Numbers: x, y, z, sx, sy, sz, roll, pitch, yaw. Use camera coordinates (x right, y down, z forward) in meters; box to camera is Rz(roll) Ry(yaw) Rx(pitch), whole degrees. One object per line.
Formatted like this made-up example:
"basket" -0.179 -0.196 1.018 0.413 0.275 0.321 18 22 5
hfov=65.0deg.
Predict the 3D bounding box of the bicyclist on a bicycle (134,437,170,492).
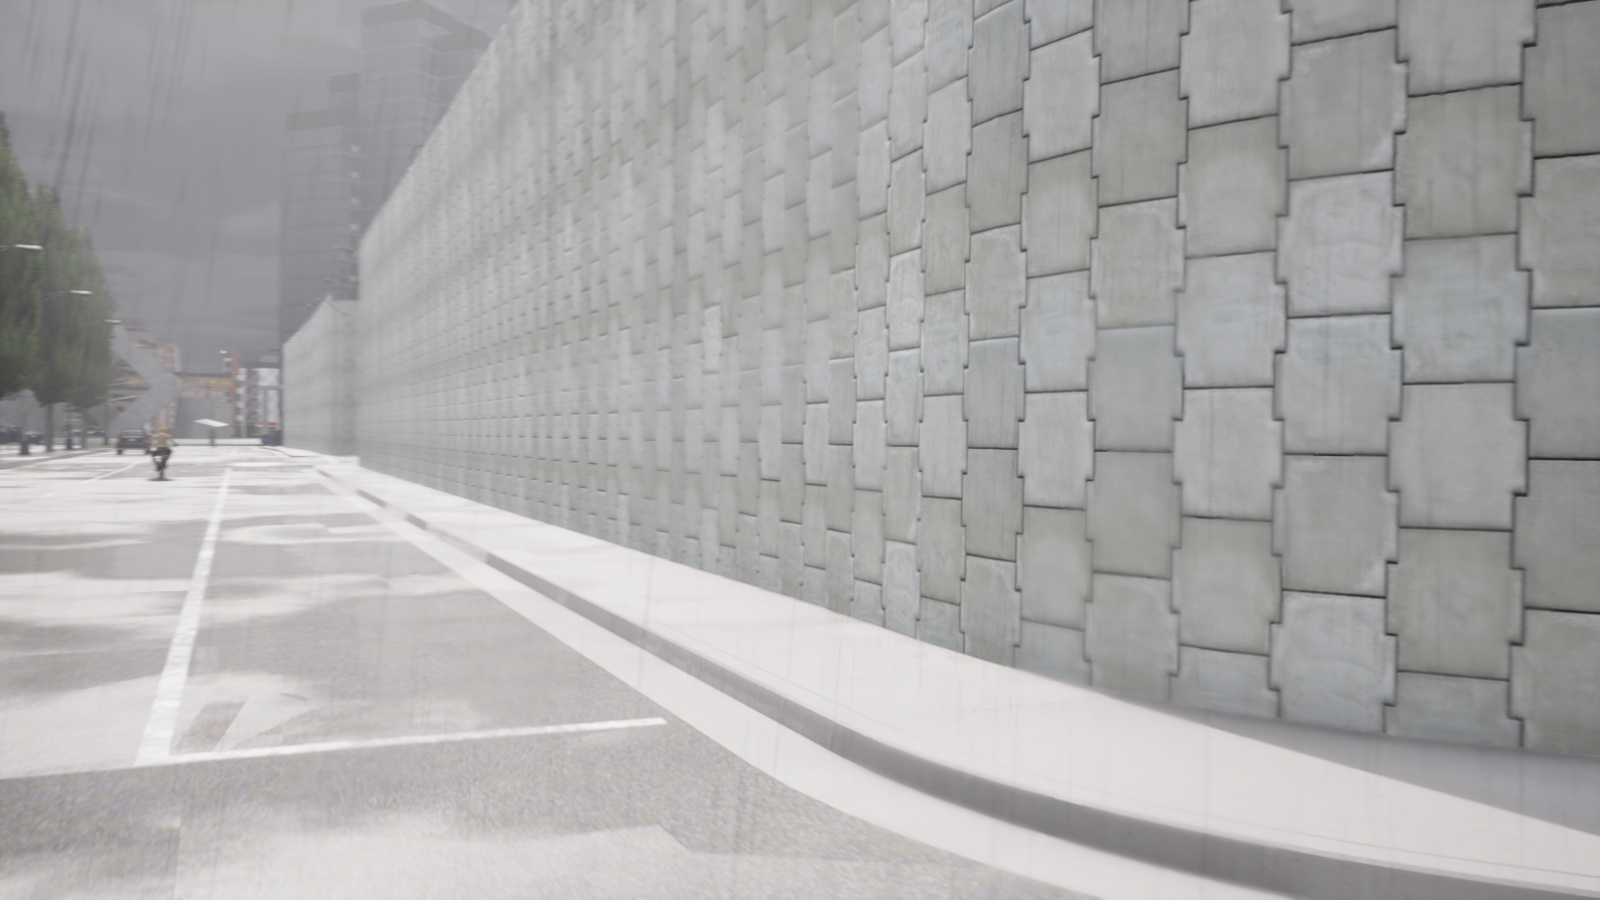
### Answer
"bicyclist on a bicycle" -19.425 0.411 37.643 0.866 1.612 1.509 -1 1 -24

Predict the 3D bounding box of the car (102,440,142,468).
"car" -39.492 0.200 73.246 1.789 1.549 3.705 -1 1 -24
